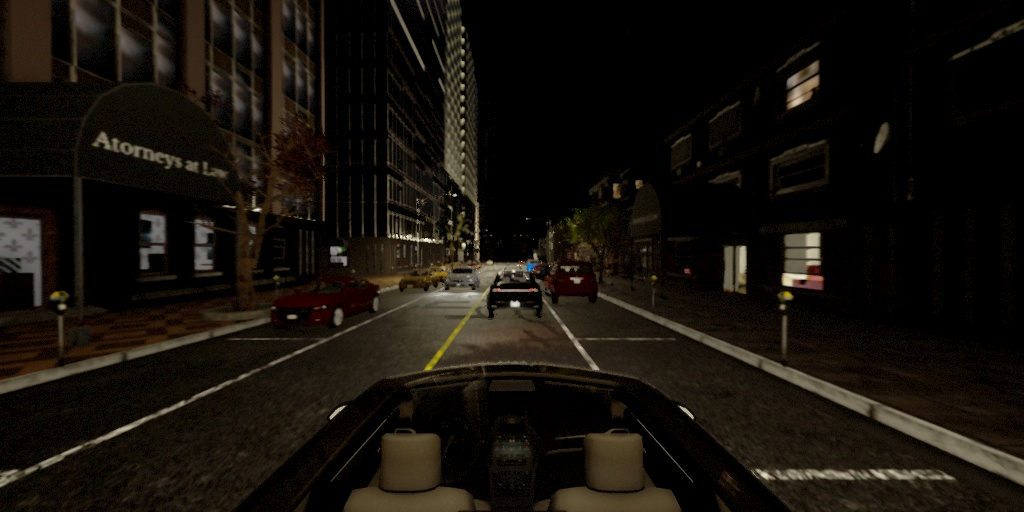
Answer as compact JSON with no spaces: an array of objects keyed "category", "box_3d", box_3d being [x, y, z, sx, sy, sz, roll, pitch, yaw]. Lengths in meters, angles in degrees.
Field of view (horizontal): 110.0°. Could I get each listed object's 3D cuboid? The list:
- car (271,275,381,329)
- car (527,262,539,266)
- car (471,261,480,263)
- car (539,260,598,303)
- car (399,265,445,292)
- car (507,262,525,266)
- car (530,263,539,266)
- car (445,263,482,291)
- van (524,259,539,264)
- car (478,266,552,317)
[{"category":"car","box_3d":[-5.694,1.345,11.536,1.888,1.381,4.507,0,0,0]},{"category":"car","box_3d":[2.683,1.498,33.664,1.802,1.307,4.207,0,0,0]},{"category":"car","box_3d":[-5.702,1.469,55.814,1.967,1.591,4.097,0,0,0]},{"category":"car","box_3d":[2.686,1.145,17.061,2.192,1.841,5.009,0,0,0]},{"category":"car","box_3d":[-5.696,1.383,22.435,1.751,1.417,4.829,0,0,0]},{"category":"car","box_3d":[0.094,1.520,34.487,1.895,1.301,4.718,0,0,0]},{"category":"car","box_3d":[2.684,1.453,28.129,1.948,1.339,4.313,0,0,0]},{"category":"car","box_3d":[-3.092,1.386,23.030,1.812,1.442,4.674,0,0,0]},{"category":"van","box_3d":[2.681,1.314,44.733,1.690,1.789,3.998,0,0,0]},{"category":"car","box_3d":[0.097,1.302,13.514,2.128,1.511,4.902,0,0,0]}]
